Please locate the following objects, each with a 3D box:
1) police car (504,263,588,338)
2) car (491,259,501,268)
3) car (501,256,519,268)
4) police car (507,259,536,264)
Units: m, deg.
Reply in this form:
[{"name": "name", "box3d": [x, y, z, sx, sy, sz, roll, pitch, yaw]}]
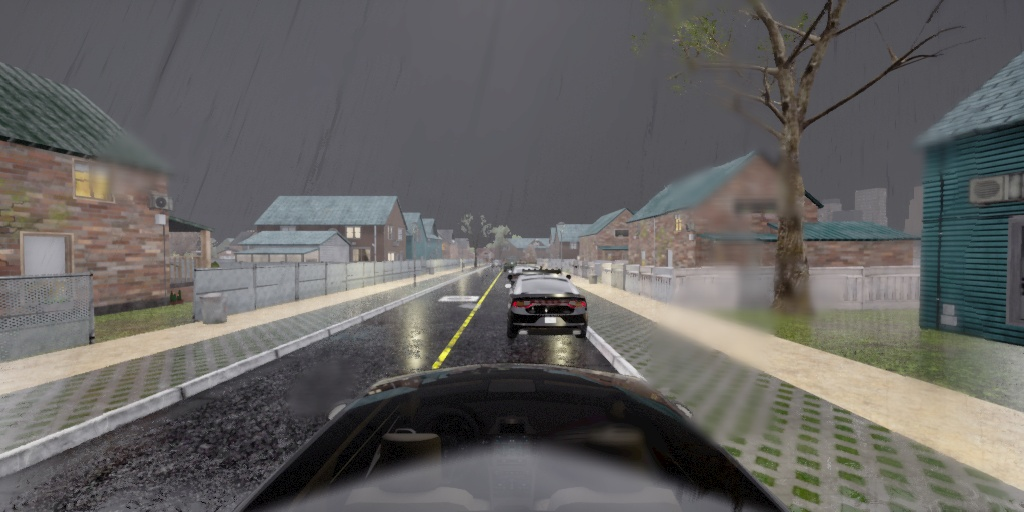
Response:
[{"name": "police car", "box3d": [0.827, 1.175, 10.279, 1.930, 1.638, 5.238, 0, 0, 0]}, {"name": "car", "box3d": [-2.733, 1.357, 64.446, 2.128, 1.511, 4.902, 0, 0, 0]}, {"name": "car", "box3d": [0.033, 1.027, 46.927, 2.150, 2.045, 5.566, 0, 0, 0]}, {"name": "police car", "box3d": [0.830, 1.182, 20.282, 1.930, 1.638, 5.238, 0, 0, 0]}]
